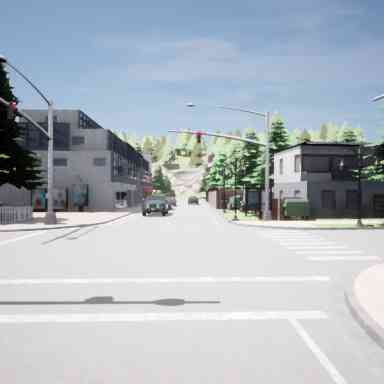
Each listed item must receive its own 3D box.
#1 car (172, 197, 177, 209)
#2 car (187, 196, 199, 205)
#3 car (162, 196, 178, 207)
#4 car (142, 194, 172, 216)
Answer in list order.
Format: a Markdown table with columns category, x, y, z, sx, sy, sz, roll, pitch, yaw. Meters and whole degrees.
| category | x | y | z | sx | sy | sz | roll | pitch | yaw |
| --- | --- | --- | --- | --- | --- | --- | --- | --- | --- |
| car | -3.491 | 1.492 | 42.704 | 2.128 | 1.511 | 4.902 | 0 | 0 | 0 |
| car | 0.251 | 1.505 | 59.507 | 1.837 | 1.490 | 4.892 | 0 | 0 | 0 |
| car | -3.448 | 1.492 | 52.972 | 2.128 | 1.511 | 4.902 | 0 | 0 | 0 |
| car | -3.519 | 1.221 | 32.654 | 2.150 | 2.045 | 5.566 | 0 | 0 | 0 |
